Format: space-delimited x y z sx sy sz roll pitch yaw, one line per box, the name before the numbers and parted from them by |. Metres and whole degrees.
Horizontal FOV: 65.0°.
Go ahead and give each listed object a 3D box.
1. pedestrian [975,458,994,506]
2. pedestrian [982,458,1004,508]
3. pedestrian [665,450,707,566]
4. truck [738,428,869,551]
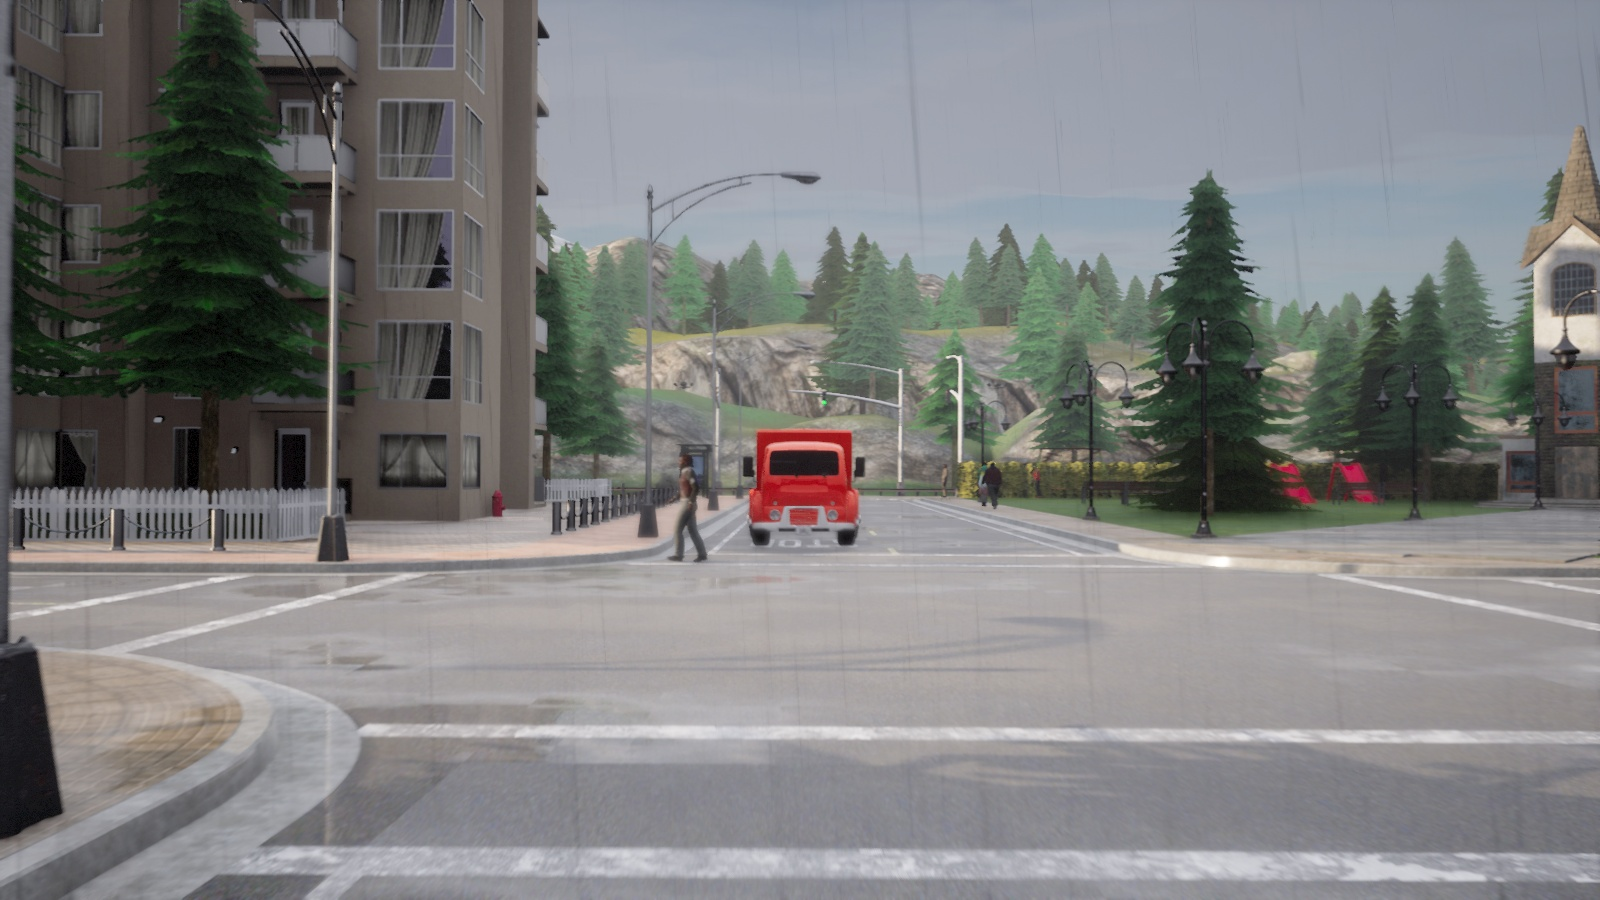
pedestrian | 7.538 1.304 51.327 0.659 1.952 0.873 0 -1 0
pedestrian | 7.275 1.239 47.368 0.634 1.844 0.899 0 -1 -3
pedestrian | -1.919 0.977 21.206 0.666 1.930 0.402 0 -1 0
truck | 0.083 0.778 27.909 2.627 2.467 5.204 0 0 0
